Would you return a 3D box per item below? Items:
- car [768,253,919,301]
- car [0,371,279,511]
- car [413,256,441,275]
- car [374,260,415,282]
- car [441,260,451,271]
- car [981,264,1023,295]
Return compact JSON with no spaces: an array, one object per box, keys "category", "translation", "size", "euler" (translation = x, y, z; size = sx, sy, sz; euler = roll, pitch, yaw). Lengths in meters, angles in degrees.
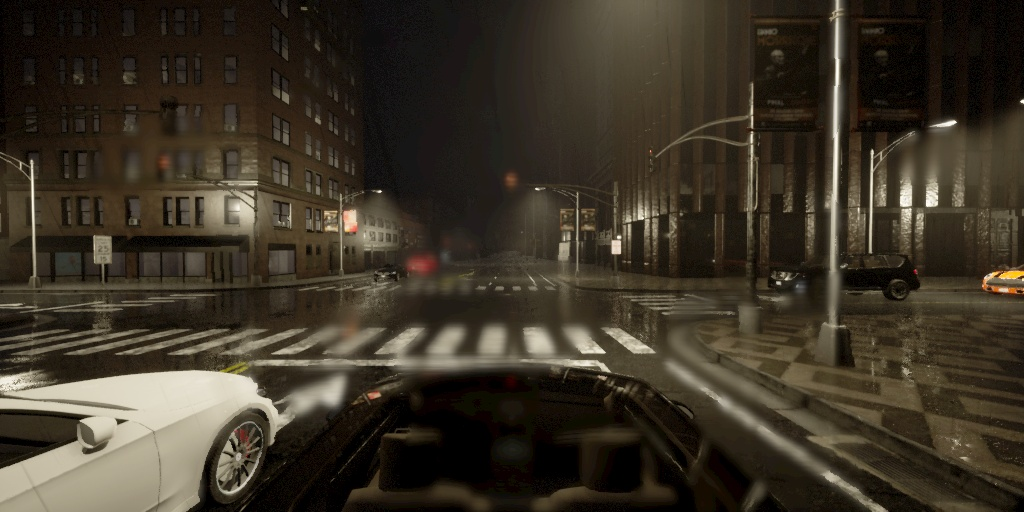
[{"category":"car","translation":[14.868,0.868,16.249],"size":[5.566,2.045,2.150],"euler":[0,1,1]},{"category":"car","translation":[-3.159,1.276,1.425],"size":[1.812,1.442,4.674],"euler":[0,0,2]},{"category":"car","translation":[-9.729,0.975,39.251],"size":[2.150,2.045,5.566],"euler":[0,0,0]},{"category":"car","translation":[-9.760,1.278,29.577],"size":[1.812,1.442,4.674],"euler":[0,0,1]},{"category":"car","translation":[-9.692,1.301,49.729],"size":[2.033,1.411,5.357],"euler":[0,0,0]},{"category":"car","translation":[24.537,0.961,16.260],"size":[4.553,1.767,2.097],"euler":[0,1,0]}]
